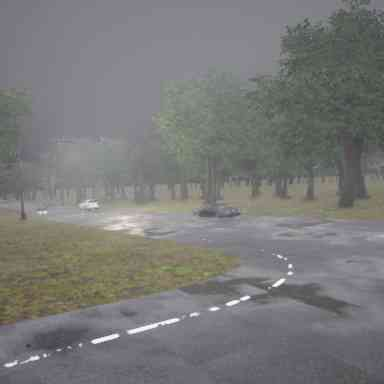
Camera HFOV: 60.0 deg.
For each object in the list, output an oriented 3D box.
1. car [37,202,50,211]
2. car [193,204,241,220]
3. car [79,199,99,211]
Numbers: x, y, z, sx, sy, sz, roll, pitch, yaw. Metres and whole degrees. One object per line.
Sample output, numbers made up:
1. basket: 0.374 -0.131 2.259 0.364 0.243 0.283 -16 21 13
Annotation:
1. car: -32.120 3.298 71.383 2.128 1.511 4.902 -4 1 -29
2. car: 2.302 1.835 32.017 2.033 1.411 5.357 -4 1 -36
3. car: -19.156 2.412 61.612 2.150 2.045 5.566 -4 1 -36
